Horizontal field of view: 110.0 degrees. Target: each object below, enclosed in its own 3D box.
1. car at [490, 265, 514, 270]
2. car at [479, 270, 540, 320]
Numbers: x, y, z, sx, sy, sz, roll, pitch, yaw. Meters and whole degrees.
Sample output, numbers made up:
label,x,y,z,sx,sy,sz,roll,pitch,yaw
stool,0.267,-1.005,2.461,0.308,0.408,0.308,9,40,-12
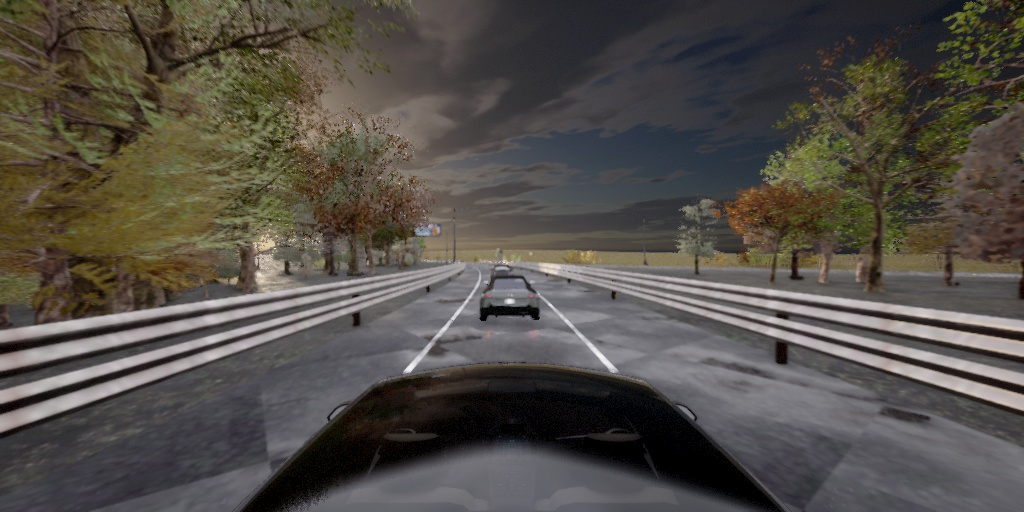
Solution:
label,x,y,z,sx,sy,sz,roll,pitch,yaw
car,-0.786,1.398,28.679,1.812,1.442,4.674,0,0,-3
car,-0.103,1.362,12.946,1.994,1.385,4.181,0,0,-1
